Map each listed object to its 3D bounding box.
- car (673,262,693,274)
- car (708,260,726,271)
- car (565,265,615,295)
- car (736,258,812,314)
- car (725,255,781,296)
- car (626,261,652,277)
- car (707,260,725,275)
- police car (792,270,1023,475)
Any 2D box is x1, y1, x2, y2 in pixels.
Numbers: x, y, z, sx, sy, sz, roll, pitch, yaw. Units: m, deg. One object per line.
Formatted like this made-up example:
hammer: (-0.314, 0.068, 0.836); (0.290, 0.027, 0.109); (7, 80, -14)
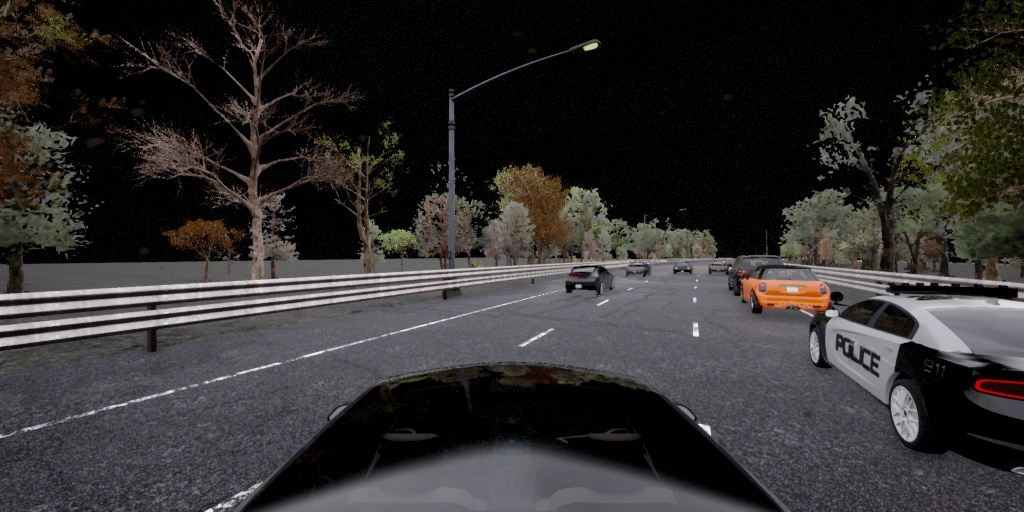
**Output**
car: (19.488, 1.369, 40.721); (1.895, 1.301, 4.718); (0, 0, 29)
car: (29.119, 1.333, 50.884); (2.033, 1.411, 5.357); (0, 0, 30)
car: (4.412, 1.256, 19.936); (1.837, 1.490, 4.892); (0, 0, 27)
car: (9.987, 1.102, 13.431); (2.097, 1.767, 4.553); (0, 0, 27)
car: (12.723, 0.978, 18.754); (2.150, 2.045, 5.566); (0, 0, 27)
car: (12.483, 1.253, 35.209); (2.128, 1.511, 4.902); (0, 0, 28)
car: (22.610, 1.261, 39.273); (2.128, 1.511, 4.902); (0, 0, 30)
police car: (5.627, 1.175, 4.727); (1.930, 1.638, 5.238); (0, 0, 26)
